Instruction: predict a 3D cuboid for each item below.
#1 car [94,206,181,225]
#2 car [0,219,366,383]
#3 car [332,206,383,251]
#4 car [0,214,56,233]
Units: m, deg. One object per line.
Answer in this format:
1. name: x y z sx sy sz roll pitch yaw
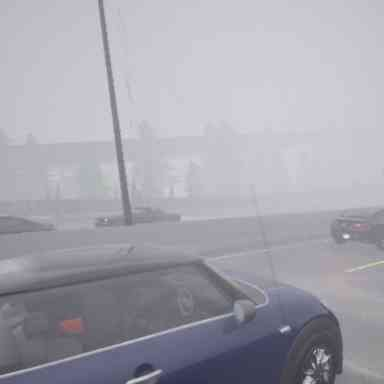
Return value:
1. car: -3.061 1.512 18.914 4.718 1.301 1.895 -1 0 -35
2. car: -0.458 1.337 3.421 4.553 1.767 2.097 -1 1 -35
3. car: 7.554 1.354 13.437 4.892 1.490 1.837 0 0 -36
4. car: -7.226 1.518 11.682 4.674 1.442 1.812 0 0 -35
